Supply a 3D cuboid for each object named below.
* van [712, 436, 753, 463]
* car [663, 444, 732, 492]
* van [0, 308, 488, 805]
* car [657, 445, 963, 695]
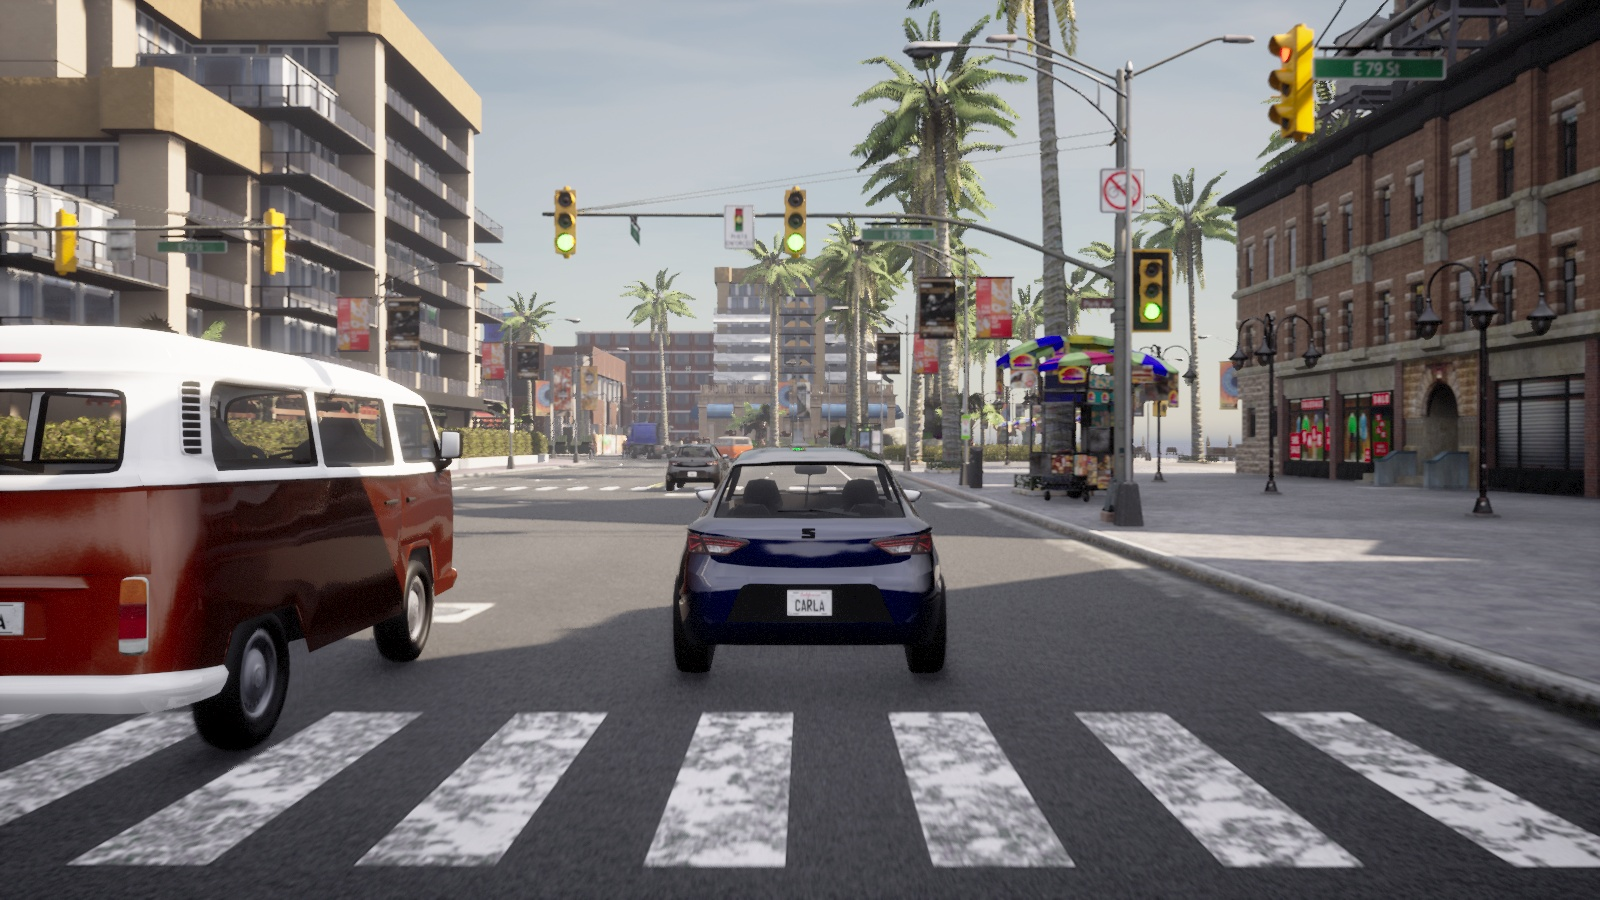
[{"bbox_3d":[-5.227,-0.048,97.025,1.775,1.987,4.442,0,0,-23],"label":"van"},{"bbox_3d":[-3.258,0.530,40.546,1.816,1.474,4.193,0,0,1],"label":"car"},{"bbox_3d":[-3.442,0.426,7.394,2.069,2.038,4.480,0,0,0],"label":"van"},{"bbox_3d":[0.070,0.707,9.575,1.816,1.474,4.193,0,0,0],"label":"car"}]
